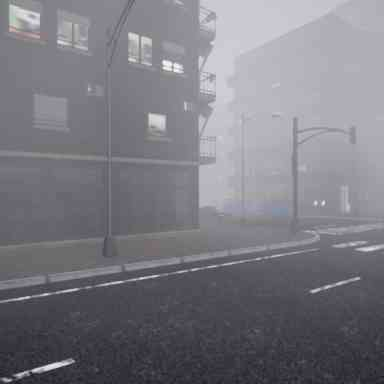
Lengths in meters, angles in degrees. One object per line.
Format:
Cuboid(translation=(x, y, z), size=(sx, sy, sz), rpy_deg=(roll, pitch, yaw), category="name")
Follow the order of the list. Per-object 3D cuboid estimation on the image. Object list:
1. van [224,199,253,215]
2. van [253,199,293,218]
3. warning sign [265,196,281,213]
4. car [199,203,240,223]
Cuboid(translation=(5.213, 1.659, 38.087), size=(1.690, 1.788, 3.998), rpy_deg=(-1, 0, -36), category="van")
Cuboid(translation=(8.528, 1.586, 33.572), size=(1.690, 1.788, 3.998), rpy_deg=(-1, 0, -36), category="van")
Cuboid(translation=(9.019, 1.382, 36.960), size=(1.300, 1.860, 1.060), rpy_deg=(1, 0, -36), category="warning sign")
Cuboid(translation=(1.788, 1.863, 28.655), size=(1.802, 1.307, 4.206), rpy_deg=(-1, 0, -36), category="car")
